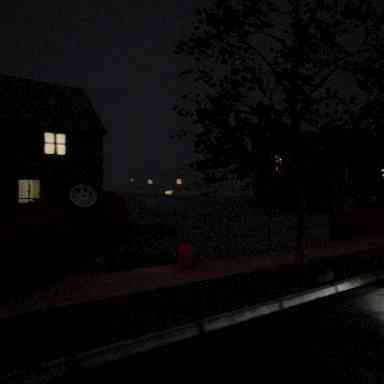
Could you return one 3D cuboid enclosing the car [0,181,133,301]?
[{"bbox_3d":[-3.508,1.206,6.339,5.008,1.535,1.882,-12,-25,-37],"label":"car"}]
